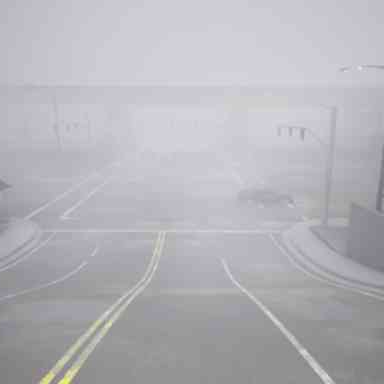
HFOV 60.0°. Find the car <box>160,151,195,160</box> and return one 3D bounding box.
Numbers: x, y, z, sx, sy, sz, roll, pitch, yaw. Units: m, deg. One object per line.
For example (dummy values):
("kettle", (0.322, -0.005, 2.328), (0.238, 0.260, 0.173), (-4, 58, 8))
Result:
("car", (-2.455, -6.377, 57.999), (4.974, 1.542, 2.038), (-9, 15, -35))

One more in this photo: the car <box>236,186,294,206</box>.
("car", (6.305, 0.342, 28.714), (4.892, 1.490, 1.837), (1, 13, 1))

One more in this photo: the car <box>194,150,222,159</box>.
("car", (2.874, -6.703, 58.701), (4.536, 1.218, 1.853), (7, 14, 28))

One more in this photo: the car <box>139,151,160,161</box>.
("car", (-7.063, -6.381, 58.039), (4.974, 1.542, 2.038), (12, 17, 43))

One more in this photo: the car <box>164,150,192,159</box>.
("car", (-2.413, -6.538, 57.995), (4.536, 1.218, 1.853), (-9, 15, -35))

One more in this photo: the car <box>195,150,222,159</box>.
("car", (2.920, -6.543, 58.711), (4.974, 1.542, 2.038), (7, 14, 28))

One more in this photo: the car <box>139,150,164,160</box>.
("car", (-7.101, -6.543, 58.040), (4.536, 1.218, 1.853), (12, 17, 43))
